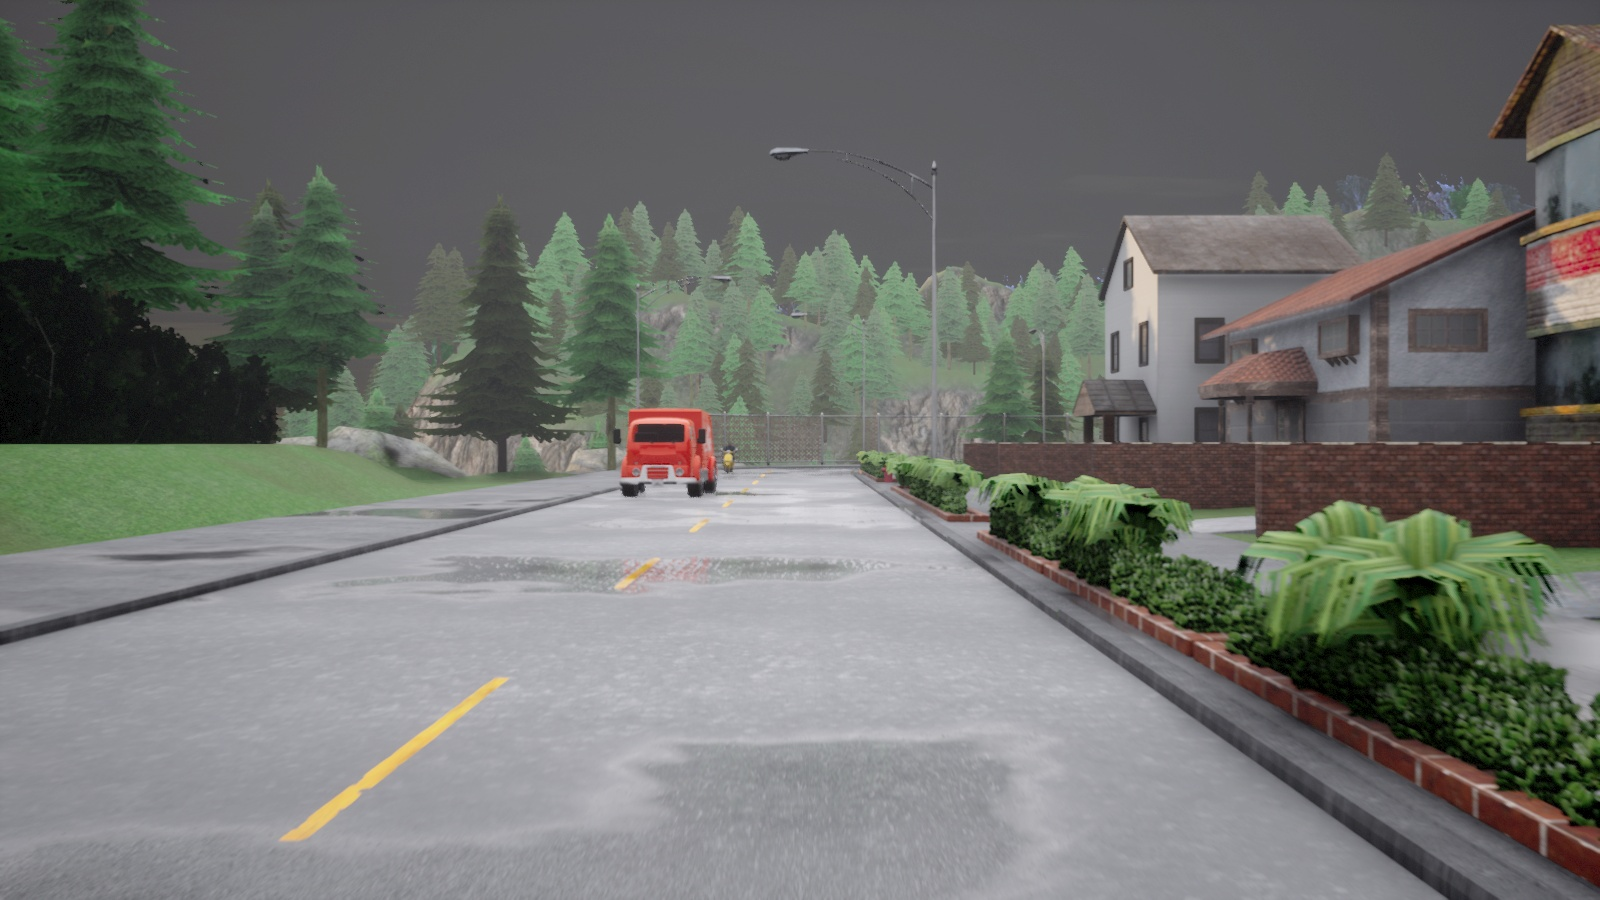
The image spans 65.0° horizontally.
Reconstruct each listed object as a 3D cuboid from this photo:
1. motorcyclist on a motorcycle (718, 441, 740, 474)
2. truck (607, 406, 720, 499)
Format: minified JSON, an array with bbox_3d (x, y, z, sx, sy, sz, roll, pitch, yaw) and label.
[{"bbox_3d":[-3.507,0.348,61.967,0.866,1.590,1.817,1,0,4],"label":"motorcyclist on a motorcycle"},{"bbox_3d":[-3.781,0.058,35.785,2.627,2.467,5.204,0,0,0],"label":"truck"}]
